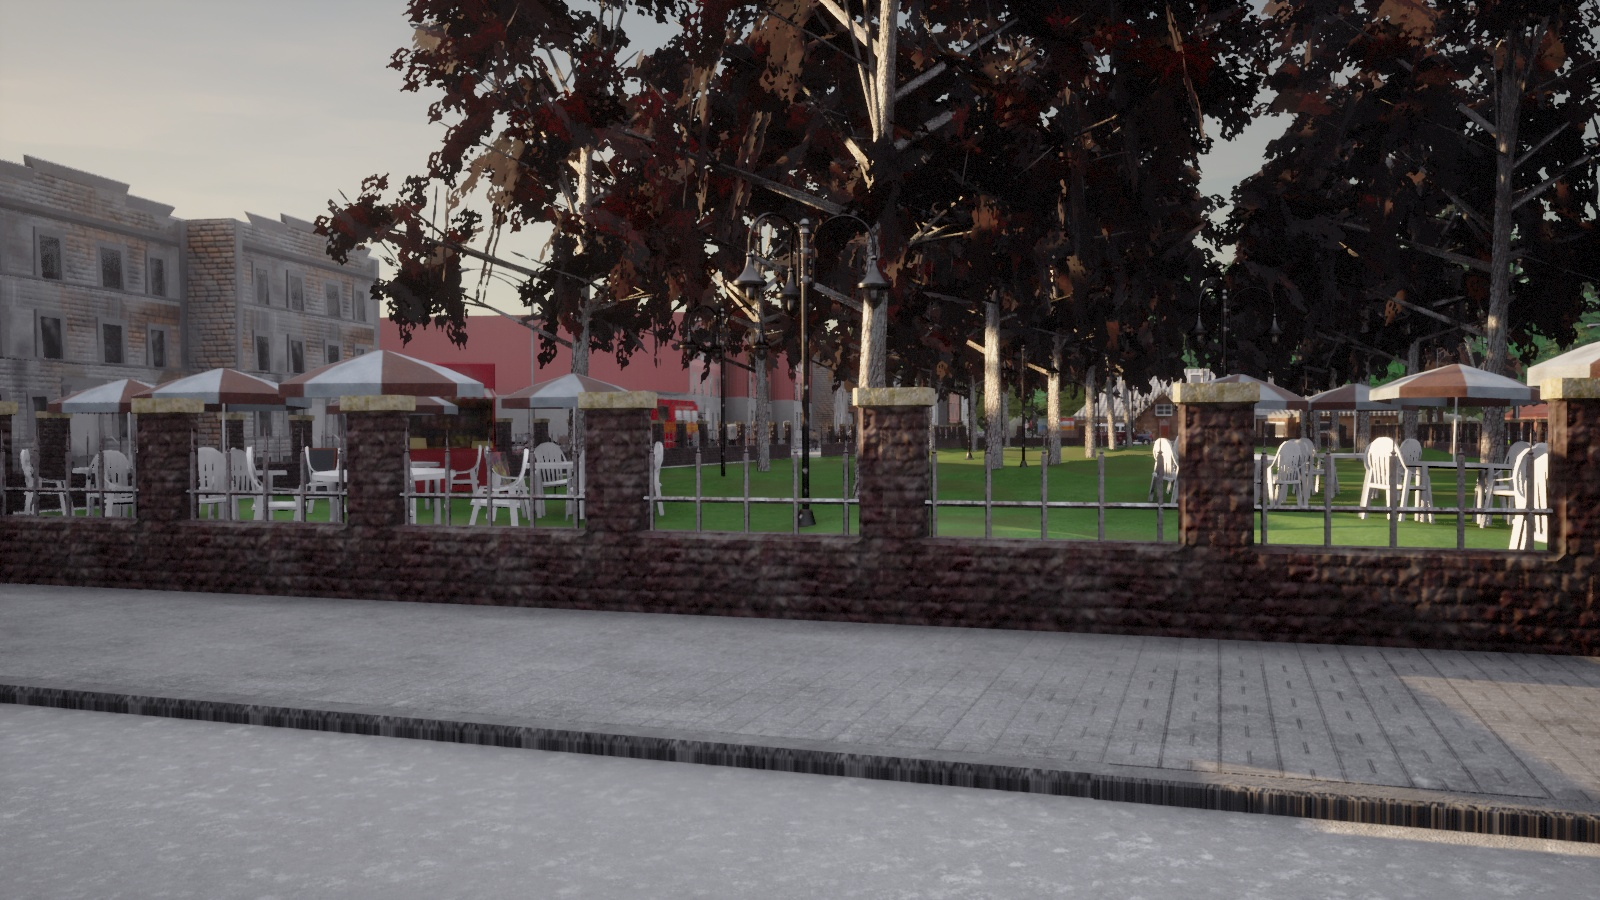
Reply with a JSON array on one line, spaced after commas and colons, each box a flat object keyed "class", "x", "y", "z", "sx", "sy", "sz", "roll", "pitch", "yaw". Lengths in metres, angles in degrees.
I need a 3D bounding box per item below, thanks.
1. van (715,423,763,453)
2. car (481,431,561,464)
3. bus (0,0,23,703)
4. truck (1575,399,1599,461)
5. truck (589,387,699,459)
[{"class": "van", "x": -4.170, "y": -0.813, "z": 85.991, "sx": 1.775, "sy": 1.987, "sz": 4.442, "roll": 1, "pitch": 1, "yaw": 18}, {"class": "car", "x": -13.103, "y": -0.157, "z": 59.215, "sx": 1.816, "sy": 1.474, "sz": 4.193, "roll": 1, "pitch": 1, "yaw": 18}, {"class": "bus", "x": -10.008, "y": -0.700, "z": 7.026, "sx": 10.273, "sy": 4.253, "sz": 3.944, "roll": 1, "pitch": 1, "yaw": 18}, {"class": "truck", "x": 47.520, "y": -1.148, "z": 73.119, "sx": 2.891, "sy": 3.462, "sz": 7.936, "roll": 1, "pitch": 1, "yaw": 23}, {"class": "truck", "x": -8.817, "y": -1.525, "z": 72.040, "sx": 2.891, "sy": 3.827, "sz": 8.468, "roll": 1, "pitch": 1, "yaw": 18}]
